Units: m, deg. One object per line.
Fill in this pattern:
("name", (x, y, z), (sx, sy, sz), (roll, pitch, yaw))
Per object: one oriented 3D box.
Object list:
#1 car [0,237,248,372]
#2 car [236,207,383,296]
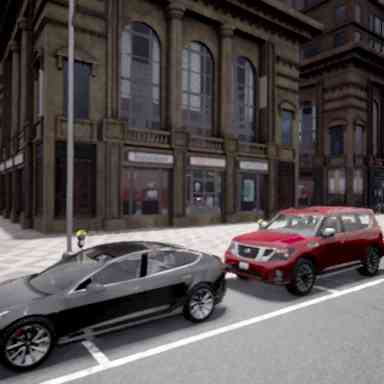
("car", (-1.340, 1.575, 5.689), (4.313, 1.339, 1.947), (0, 0, -35))
("car", (3.222, 1.350, 8.942), (5.009, 1.841, 2.192), (0, 0, -35))
